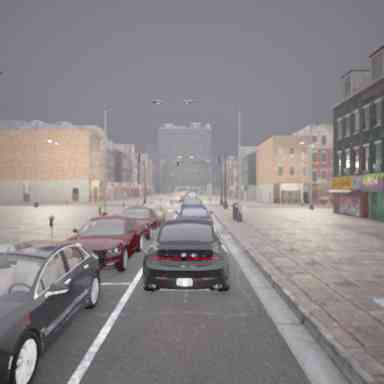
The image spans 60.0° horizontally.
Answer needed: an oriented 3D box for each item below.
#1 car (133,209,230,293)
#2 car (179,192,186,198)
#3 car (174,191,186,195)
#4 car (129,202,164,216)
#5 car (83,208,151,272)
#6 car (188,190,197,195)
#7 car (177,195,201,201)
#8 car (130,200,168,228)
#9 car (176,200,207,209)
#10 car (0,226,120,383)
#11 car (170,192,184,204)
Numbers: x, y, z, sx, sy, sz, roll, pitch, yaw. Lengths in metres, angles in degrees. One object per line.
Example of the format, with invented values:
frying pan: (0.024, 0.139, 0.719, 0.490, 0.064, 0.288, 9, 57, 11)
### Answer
car: (-0.078, 1.420, 8.646, 1.837, 1.490, 4.892, 0, 1, 1)
car: (-2.564, 0.842, 91.543, 1.887, 1.381, 4.507, 0, 0, 0)
car: (-2.588, 0.822, 58.877, 2.192, 1.841, 5.009, 0, 0, 0)
car: (-2.622, 1.392, 15.986, 1.887, 1.381, 4.507, 0, 1, 0)
car: (-2.626, 1.442, 10.491, 1.887, 1.381, 4.507, 0, 1, 0)
car: (0.065, 0.563, 83.544, 2.150, 2.045, 5.566, 0, 0, 0)
car: (0.043, 1.231, 26.857, 1.882, 1.535, 5.008, 0, 0, 0)
car: (-2.618, 1.326, 21.309, 1.752, 1.417, 4.829, 0, 0, 0)
car: (0.105, 1.368, 16.589, 1.812, 1.442, 4.674, 0, 1, 0)
car: (-2.630, 1.501, 4.998, 2.008, 1.369, 4.403, 0, 1, 0)
car: (-2.593, 1.073, 53.266, 1.752, 1.417, 4.829, 0, 0, 0)
